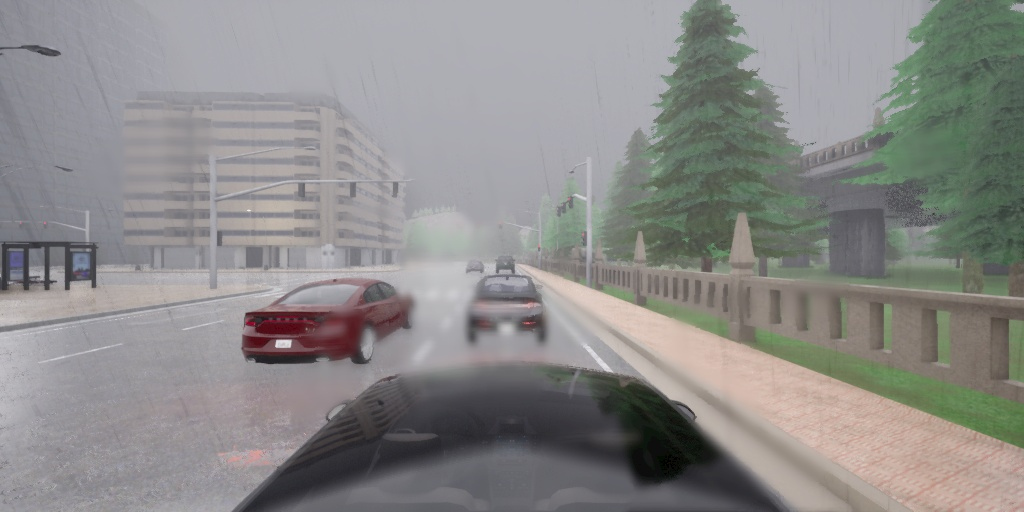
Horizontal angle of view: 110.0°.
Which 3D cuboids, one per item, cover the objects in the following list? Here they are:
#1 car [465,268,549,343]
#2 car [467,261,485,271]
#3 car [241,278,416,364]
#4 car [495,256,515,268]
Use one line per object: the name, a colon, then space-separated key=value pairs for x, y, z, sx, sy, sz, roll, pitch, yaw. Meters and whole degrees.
car: x=-0.128 y=1.242 z=9.667 sx=2.128 sy=1.511 sz=4.902 roll=0 pitch=0 yaw=-1
car: x=-4.325 y=1.298 z=43.041 sx=2.033 sy=1.411 sz=5.357 roll=0 pitch=0 yaw=-1
car: x=-3.596 y=1.228 z=8.105 sx=1.882 sy=1.535 sz=5.008 roll=0 pitch=0 yaw=0
car: x=-0.806 y=0.972 z=42.918 sx=2.150 sy=2.045 sz=5.566 roll=0 pitch=0 yaw=-2
